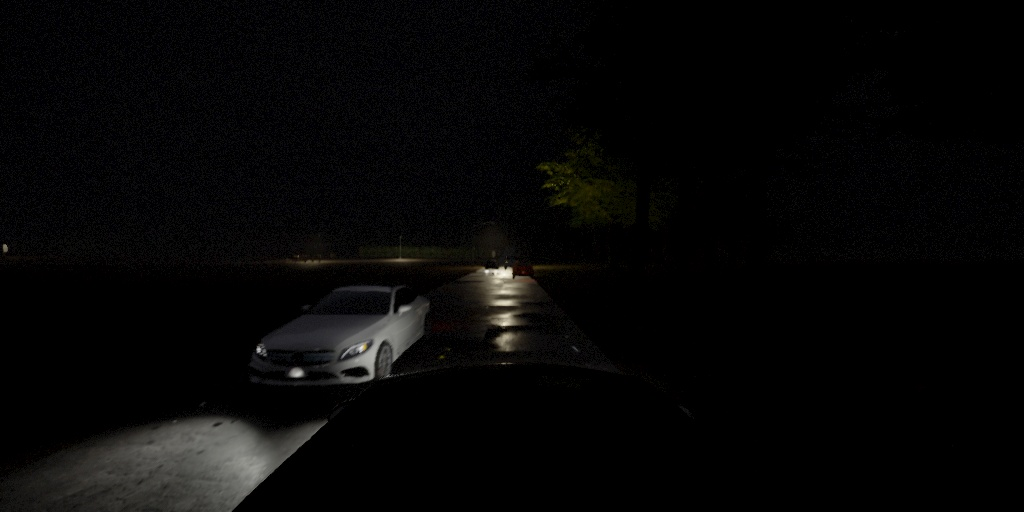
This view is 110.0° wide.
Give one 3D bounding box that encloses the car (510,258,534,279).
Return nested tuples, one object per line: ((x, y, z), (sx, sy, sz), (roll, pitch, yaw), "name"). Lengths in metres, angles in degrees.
((0.960, 1.220, 32.654), (1.882, 1.535, 5.008), (0, 0, 0), "car")

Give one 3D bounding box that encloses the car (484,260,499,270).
((-2.815, 1.254, 50.860), (2.033, 1.411, 5.357), (0, 0, 0), "car")

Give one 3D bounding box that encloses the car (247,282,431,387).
((-2.850, 1.278, 7.067), (1.812, 1.442, 4.674), (0, 0, 0), "car")

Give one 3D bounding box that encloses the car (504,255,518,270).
((-0.001, 0.926, 52.207), (2.150, 2.045, 5.566), (0, 0, 0), "car")
